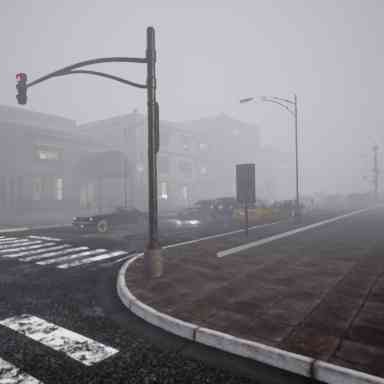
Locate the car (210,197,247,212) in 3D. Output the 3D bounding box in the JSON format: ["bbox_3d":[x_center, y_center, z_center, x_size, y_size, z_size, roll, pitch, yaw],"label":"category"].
[{"bbox_3d":[3.960,1.290,35.428,1.752,1.417,4.829,-1,0,36],"label":"car"}]

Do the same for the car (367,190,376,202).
[{"bbox_3d":[27.023,0.860,52.117,1.837,1.490,4.892,-1,0,36],"label":"car"}]

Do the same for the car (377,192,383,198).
[{"bbox_3d":[43.217,0.652,75.115,1.887,1.381,4.507,-1,0,36],"label":"car"}]

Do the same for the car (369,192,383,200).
[{"bbox_3d":[36.880,0.770,66.420,1.947,1.339,4.313,-1,0,36],"label":"car"}]

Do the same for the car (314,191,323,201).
[{"bbox_3d":[23.592,0.769,62.406,2.192,1.841,5.009,-1,0,36],"label":"car"}]

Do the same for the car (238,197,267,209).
[{"bbox_3d":[7.316,1.293,40.039,1.802,1.307,4.206,-1,0,36],"label":"car"}]

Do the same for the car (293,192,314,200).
[{"bbox_3d":[14.529,1.075,45.448,2.128,1.511,4.902,-1,0,37],"label":"car"}]

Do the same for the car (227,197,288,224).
[{"bbox_3d":[4.420,1.242,21.823,1.752,1.417,4.829,-1,0,36],"label":"car"}]

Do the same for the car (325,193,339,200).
[{"bbox_3d":[30.107,0.935,71.353,1.802,1.307,4.206,-1,0,36],"label":"car"}]

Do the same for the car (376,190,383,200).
[{"bbox_3d":[33.621,0.570,61.946,2.192,1.841,5.009,-1,0,36],"label":"car"}]

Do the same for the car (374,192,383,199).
[{"bbox_3d":[40.136,0.720,70.893,1.947,1.339,4.313,-1,0,36],"label":"car"}]

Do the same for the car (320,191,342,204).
[{"bbox_3d":[21.062,0.956,49.104,2.128,1.511,4.902,-1,0,36],"label":"car"}]

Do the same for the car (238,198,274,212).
[{"bbox_3d":[6.774,1.308,34.889,1.895,1.301,4.718,-1,0,36],"label":"car"}]

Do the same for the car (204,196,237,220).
[{"bbox_3d":[3.250,1.100,24.652,2.097,1.767,4.553,-1,0,36],"label":"car"}]

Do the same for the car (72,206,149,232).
[{"bbox_3d":[-4.526,1.489,19.411,1.895,1.301,4.718,-1,0,37],"label":"car"}]

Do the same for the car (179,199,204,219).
[{"bbox_3d":[0.865,1.327,26.778,1.812,1.442,4.674,-1,0,36],"label":"car"}]

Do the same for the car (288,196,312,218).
[{"bbox_3d":[7.576,1.217,26.159,2.008,1.369,4.403,-1,0,36],"label":"car"}]

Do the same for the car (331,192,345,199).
[{"bbox_3d":[33.362,0.743,75.826,1.967,1.590,4.097,-1,0,36],"label":"car"}]

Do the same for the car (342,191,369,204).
[{"bbox_3d":[22.899,0.898,46.460,1.882,1.535,5.008,-1,0,36],"label":"car"}]
